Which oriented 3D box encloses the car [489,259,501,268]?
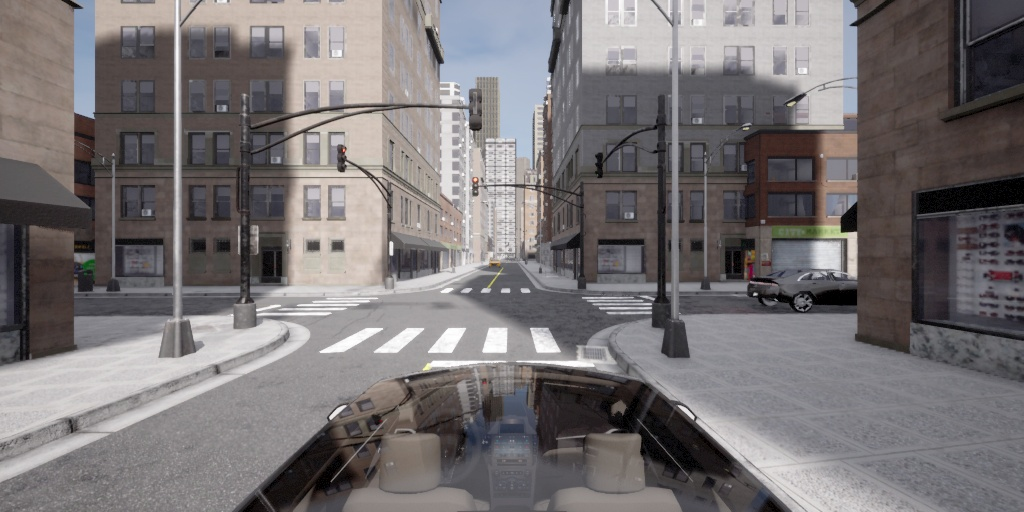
[{"bbox_3d":[-2.993,1.207,62.949,1.882,1.535,5.008,0,0,0],"label":"car"}]

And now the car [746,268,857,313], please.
[{"bbox_3d":[11.429,1.209,13.264,4.902,1.511,2.128,0,0,0],"label":"car"}]
